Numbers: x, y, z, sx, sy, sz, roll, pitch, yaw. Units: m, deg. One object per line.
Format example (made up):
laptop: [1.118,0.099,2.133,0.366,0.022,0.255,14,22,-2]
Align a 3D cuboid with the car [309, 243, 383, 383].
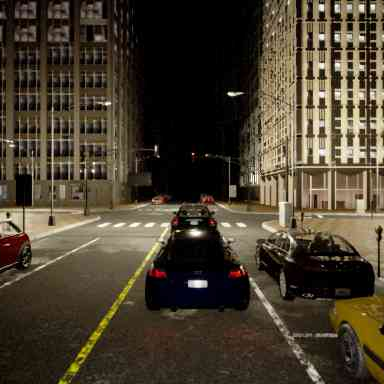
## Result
car: [2.690,1.525,2.625,1.752,1.417,4.829,0,0,0]

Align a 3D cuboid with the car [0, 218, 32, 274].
car: [-5.692,1.439,8.117,1.967,1.590,4.097,0,0,0]

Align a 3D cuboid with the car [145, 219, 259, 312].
car: [0.098,1.563,7.779,1.994,1.385,4.181,0,0,0]

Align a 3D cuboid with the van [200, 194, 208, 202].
van: [2.657,1.253,74.436,1.690,1.788,3.998,0,0,0]

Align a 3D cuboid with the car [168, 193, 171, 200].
car: [-5.747,1.253,63.066,2.192,1.841,5.009,0,0,0]

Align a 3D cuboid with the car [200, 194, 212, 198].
car: [2.761,1.390,57.383,1.967,1.590,4.097,0,0,0]

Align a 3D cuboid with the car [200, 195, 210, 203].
car: [2.659,1.365,68.751,1.967,1.590,4.097,0,0,0]

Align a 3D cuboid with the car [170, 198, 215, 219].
car: [0.090,1.347,16.412,2.097,1.767,4.553,0,0,0]

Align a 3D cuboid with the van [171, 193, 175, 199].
van: [-5.726,1.239,80.121,1.690,1.788,3.998,0,0,0]

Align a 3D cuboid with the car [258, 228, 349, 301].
car: [2.688,1.550,8.123,2.008,1.369,4.403,0,0,0]

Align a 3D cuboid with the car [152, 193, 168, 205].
car: [-5.811,1.390,57.380,1.967,1.590,4.097,0,0,0]
